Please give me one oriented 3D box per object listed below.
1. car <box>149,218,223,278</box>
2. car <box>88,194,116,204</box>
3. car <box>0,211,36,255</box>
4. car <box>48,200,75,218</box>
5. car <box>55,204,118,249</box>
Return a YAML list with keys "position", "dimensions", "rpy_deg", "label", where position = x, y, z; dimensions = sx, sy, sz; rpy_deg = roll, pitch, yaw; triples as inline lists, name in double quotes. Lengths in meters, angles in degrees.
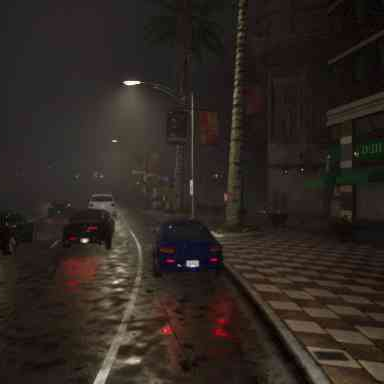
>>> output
- position: [-0.288, 1.522, 10.119]
  dimensions: [1.812, 1.442, 4.674]
  rpy_deg: [0, 0, -8]
  label: "car"
- position: [-7.748, 1.211, 28.648]
  dimensions: [2.150, 2.045, 5.566]
  rpy_deg: [0, 0, -15]
  label: "car"
- position: [-7.559, 1.499, 13.022]
  dimensions: [1.837, 1.490, 4.892]
  rpy_deg: [0, 0, -11]
  label: "car"
- position: [-11.801, 1.480, 30.288]
  dimensions: [2.128, 1.511, 4.902]
  rpy_deg: [0, 0, -15]
  label: "car"
- position: [-4.394, 1.501, 14.539]
  dimensions: [1.837, 1.490, 4.892]
  rpy_deg: [0, 0, -11]
  label: "car"
